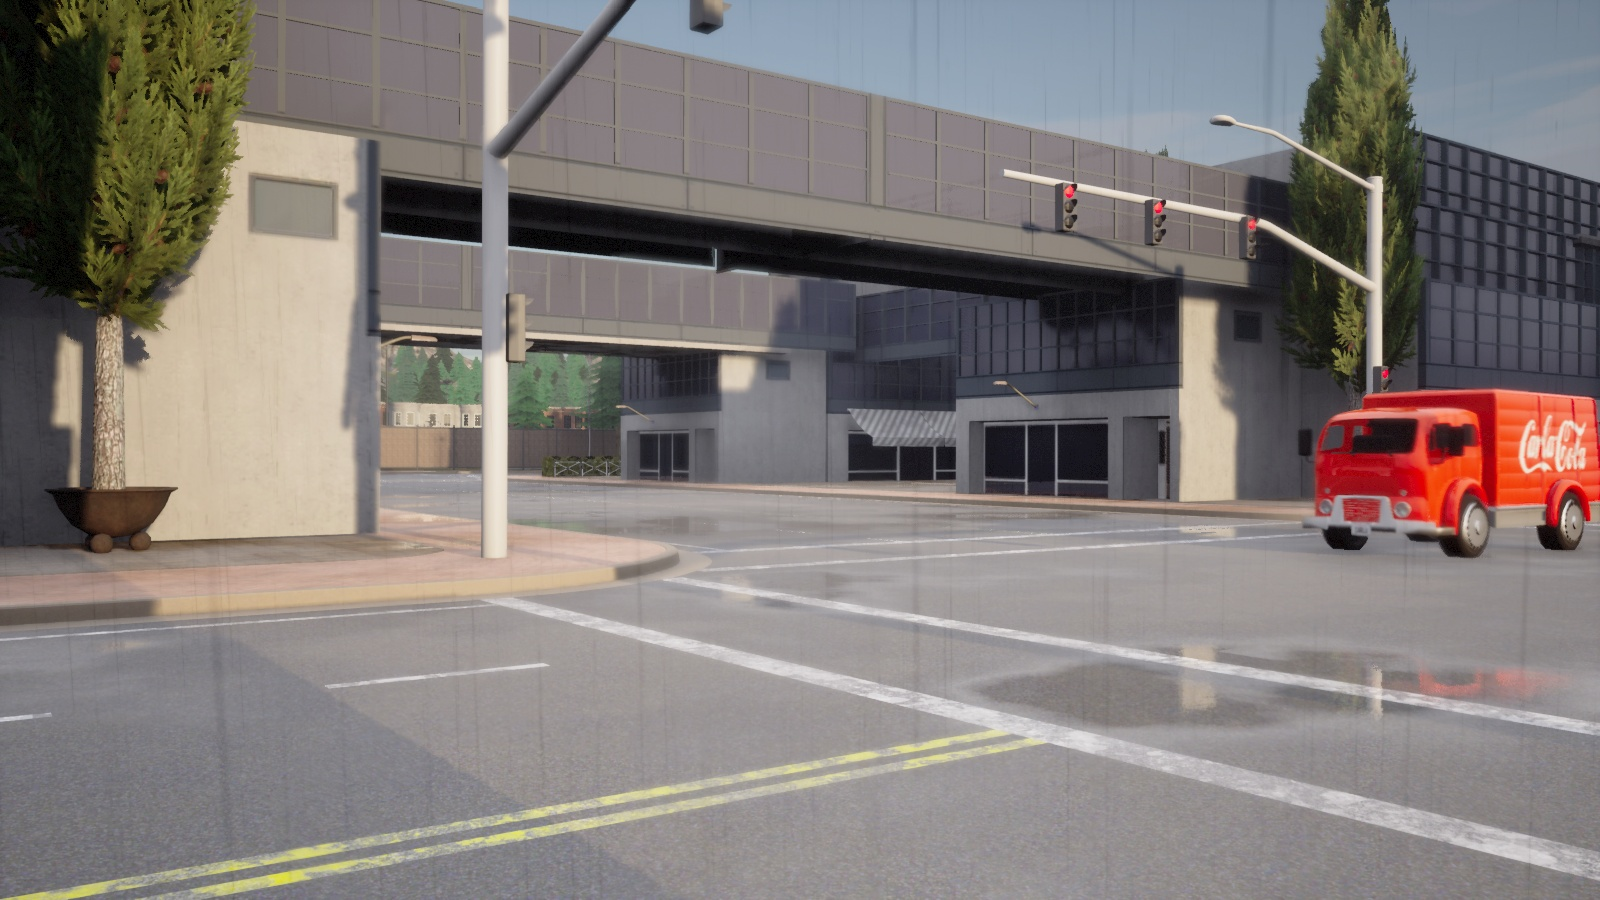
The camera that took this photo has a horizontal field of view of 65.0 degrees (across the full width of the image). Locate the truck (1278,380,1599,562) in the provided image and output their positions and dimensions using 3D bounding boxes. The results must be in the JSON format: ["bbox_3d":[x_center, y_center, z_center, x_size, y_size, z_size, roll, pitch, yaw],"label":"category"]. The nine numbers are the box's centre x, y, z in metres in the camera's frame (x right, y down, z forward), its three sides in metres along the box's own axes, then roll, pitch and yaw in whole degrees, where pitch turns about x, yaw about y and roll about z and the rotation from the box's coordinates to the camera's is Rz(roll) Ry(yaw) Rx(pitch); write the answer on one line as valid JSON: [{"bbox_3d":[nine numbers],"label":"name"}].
[{"bbox_3d":[10.157,0.285,19.599,5.204,2.467,2.627,0,0,-36],"label":"truck"}]
